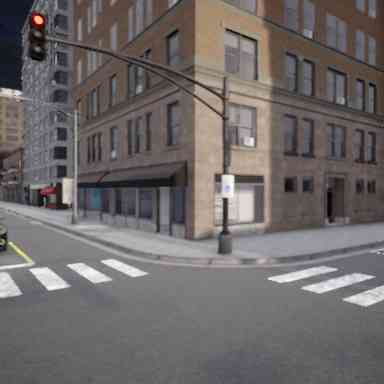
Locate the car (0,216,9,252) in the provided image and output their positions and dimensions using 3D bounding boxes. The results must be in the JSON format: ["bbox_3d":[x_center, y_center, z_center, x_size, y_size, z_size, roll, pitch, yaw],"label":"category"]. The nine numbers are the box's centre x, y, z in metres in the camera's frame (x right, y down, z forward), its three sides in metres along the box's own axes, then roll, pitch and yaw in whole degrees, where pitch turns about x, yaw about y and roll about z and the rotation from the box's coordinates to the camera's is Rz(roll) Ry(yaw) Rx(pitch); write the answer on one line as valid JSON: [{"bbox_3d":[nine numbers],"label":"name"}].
[{"bbox_3d":[-8.680,1.354,13.127,2.097,1.767,4.553,0,0,-36],"label":"car"}]
